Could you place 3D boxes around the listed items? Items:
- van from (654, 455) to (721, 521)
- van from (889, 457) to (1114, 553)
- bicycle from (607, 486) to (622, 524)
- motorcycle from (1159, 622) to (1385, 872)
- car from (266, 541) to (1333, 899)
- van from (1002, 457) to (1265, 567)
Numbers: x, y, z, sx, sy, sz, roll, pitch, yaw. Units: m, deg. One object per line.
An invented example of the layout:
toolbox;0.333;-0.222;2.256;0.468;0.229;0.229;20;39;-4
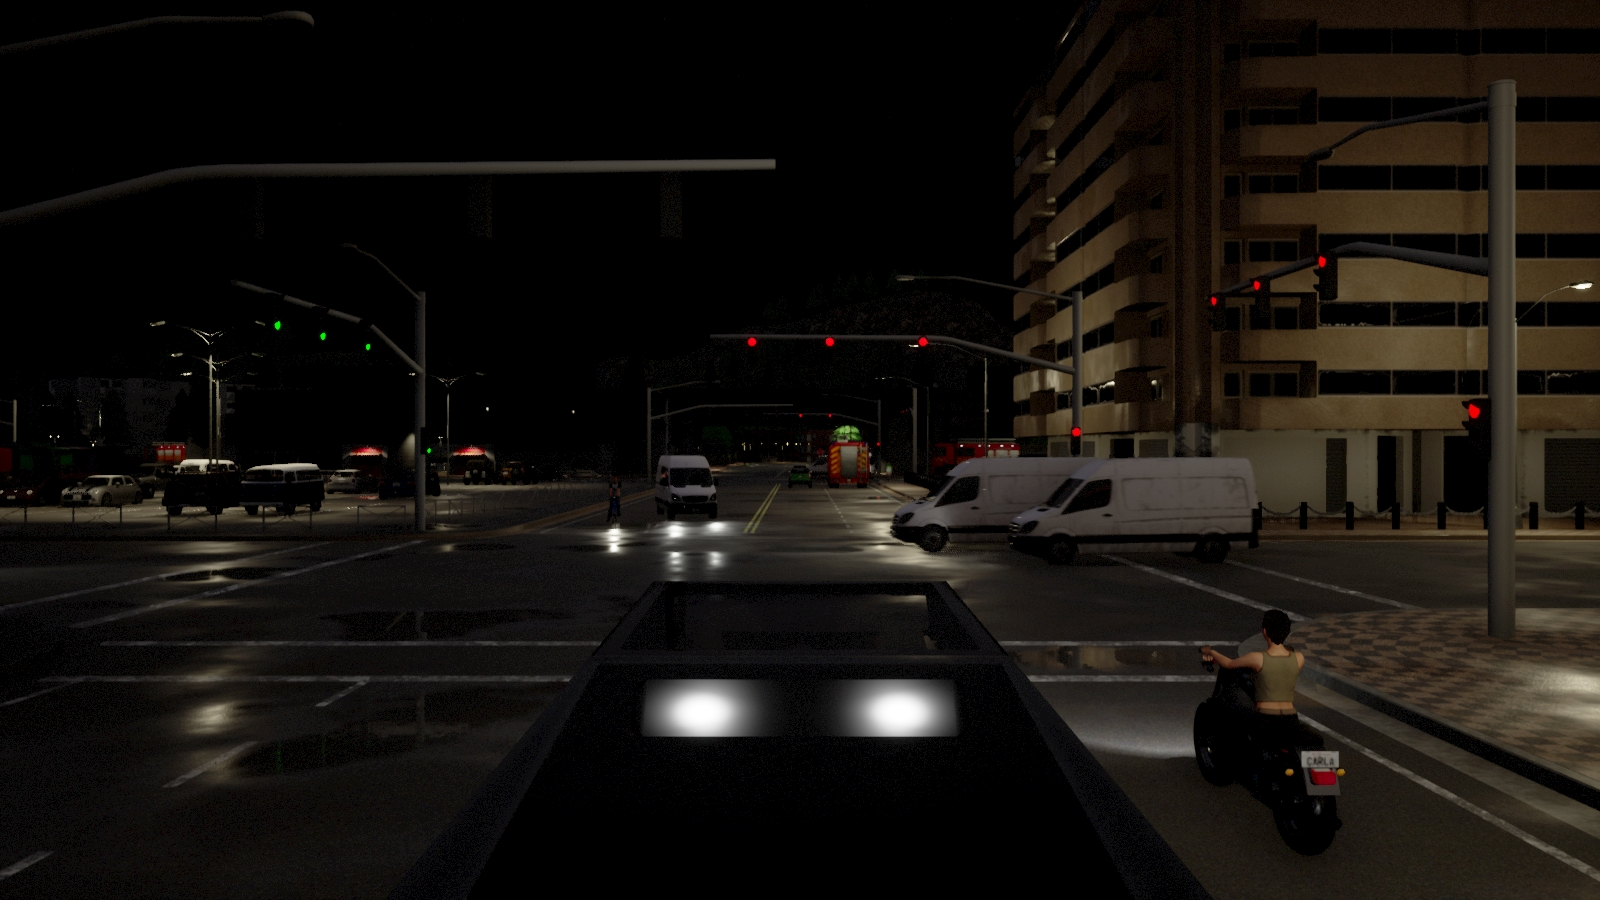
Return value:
van;-4.814;1.517;48.008;1.988;2.561;5.915;0;0;-14
van;5.510;1.494;31.785;5.915;2.561;1.988;0;0;-1
bicycle;-7.113;2.096;43.847;0.373;1.385;1.643;0;0;-1
motorcycle;3.502;2.151;8.762;0.764;1.307;2.356;0;0;0
car;0.000;1.751;5.696;2.390;2.098;6.274;0;0;0
van;8.159;1.484;28.324;5.915;2.561;1.988;0;0;-1
